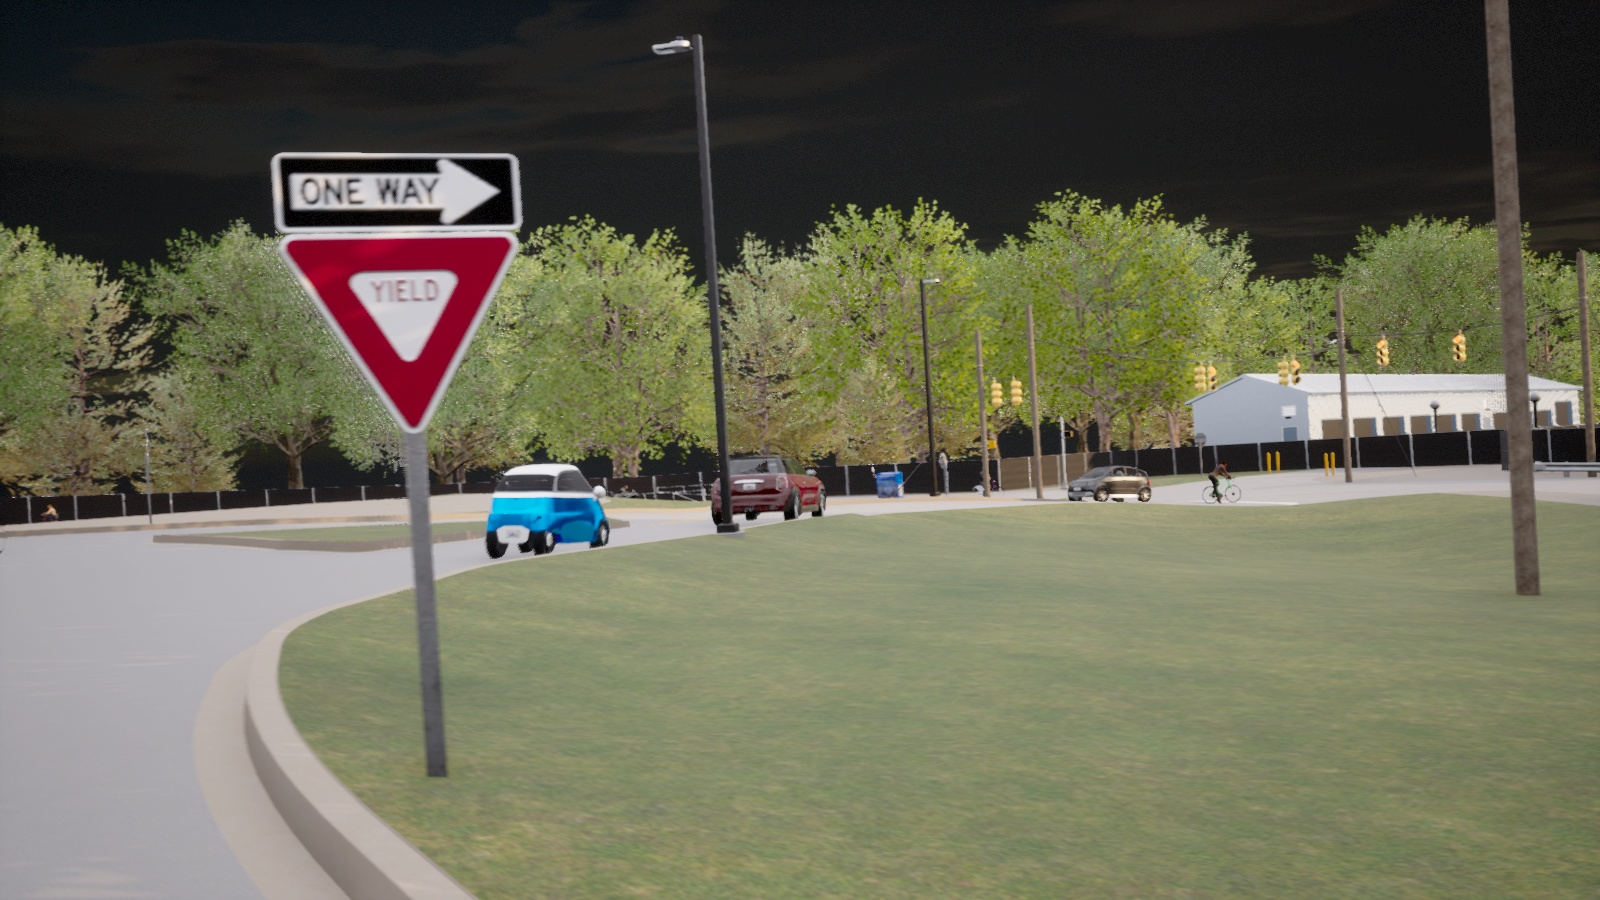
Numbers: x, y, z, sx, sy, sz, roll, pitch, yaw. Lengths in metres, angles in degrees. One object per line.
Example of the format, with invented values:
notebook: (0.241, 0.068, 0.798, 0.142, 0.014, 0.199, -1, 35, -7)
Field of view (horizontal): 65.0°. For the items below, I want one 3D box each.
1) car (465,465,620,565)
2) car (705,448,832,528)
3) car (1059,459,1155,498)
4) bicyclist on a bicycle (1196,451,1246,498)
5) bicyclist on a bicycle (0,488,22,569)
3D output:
car: (-3.816, 0.952, 18.888, 1.481, 1.376, 2.207, -2, -2, 12)
car: (-0.708, 0.935, 32.076, 2.097, 1.767, 4.553, -4, -2, 13)
car: (12.779, 1.201, 52.241, 3.705, 1.549, 1.789, 1, -4, -32)
bicyclist on a bicycle: (15.890, 0.920, 47.387, 1.656, 1.620, 0.582, -4, 1, -14)
bicyclist on a bicycle: (-16.884, 1.649, 25.864, 1.656, 1.620, 0.582, -4, 1, 29)
